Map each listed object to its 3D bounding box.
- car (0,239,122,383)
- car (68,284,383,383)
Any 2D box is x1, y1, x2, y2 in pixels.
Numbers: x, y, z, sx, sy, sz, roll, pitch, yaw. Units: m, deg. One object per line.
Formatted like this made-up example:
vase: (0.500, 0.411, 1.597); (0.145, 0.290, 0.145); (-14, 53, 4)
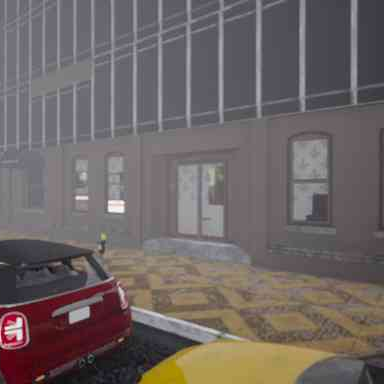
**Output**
car: (-2.861, 1.429, 4.956); (4.097, 1.590, 1.967); (0, 0, 36)
car: (1.575, 1.526, 1.743); (4.829, 1.417, 1.752); (0, 0, 36)
